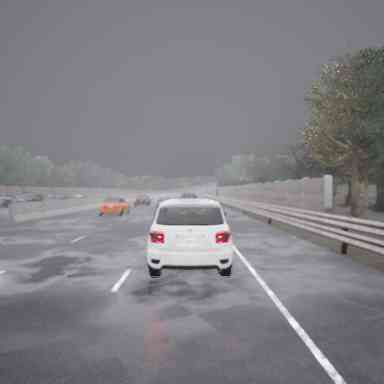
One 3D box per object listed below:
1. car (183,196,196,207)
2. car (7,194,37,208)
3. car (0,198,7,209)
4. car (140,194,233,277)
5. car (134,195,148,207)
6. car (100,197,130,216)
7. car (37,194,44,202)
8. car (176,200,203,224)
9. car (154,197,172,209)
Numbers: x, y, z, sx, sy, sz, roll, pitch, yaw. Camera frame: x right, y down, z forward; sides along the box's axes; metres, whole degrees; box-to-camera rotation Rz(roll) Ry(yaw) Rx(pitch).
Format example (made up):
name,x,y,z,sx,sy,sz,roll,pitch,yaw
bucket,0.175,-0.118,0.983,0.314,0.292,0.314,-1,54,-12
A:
name,x,y,z,sx,sy,sz,roll,pitch,yaw
car,-0.378,1.405,50.721,1.837,1.490,4.892,0,0,-1
car,-21.401,1.226,43.669,2.150,2.045,5.566,0,0,-1
car,-24.901,1.518,43.664,2.033,1.411,5.357,0,0,-1
car,-0.056,1.203,10.334,2.150,2.045,5.566,0,0,0
car,-7.375,1.255,50.434,2.097,1.767,4.553,0,0,-1
car,-7.166,1.290,31.386,2.097,1.767,4.553,0,0,-1
car,-17.901,1.158,43.734,2.128,1.511,4.902,0,0,-1
car,-0.198,1.428,25.207,1.882,1.535,5.008,0,0,-1
car,-3.806,1.459,45.158,2.033,1.411,5.357,0,0,0
